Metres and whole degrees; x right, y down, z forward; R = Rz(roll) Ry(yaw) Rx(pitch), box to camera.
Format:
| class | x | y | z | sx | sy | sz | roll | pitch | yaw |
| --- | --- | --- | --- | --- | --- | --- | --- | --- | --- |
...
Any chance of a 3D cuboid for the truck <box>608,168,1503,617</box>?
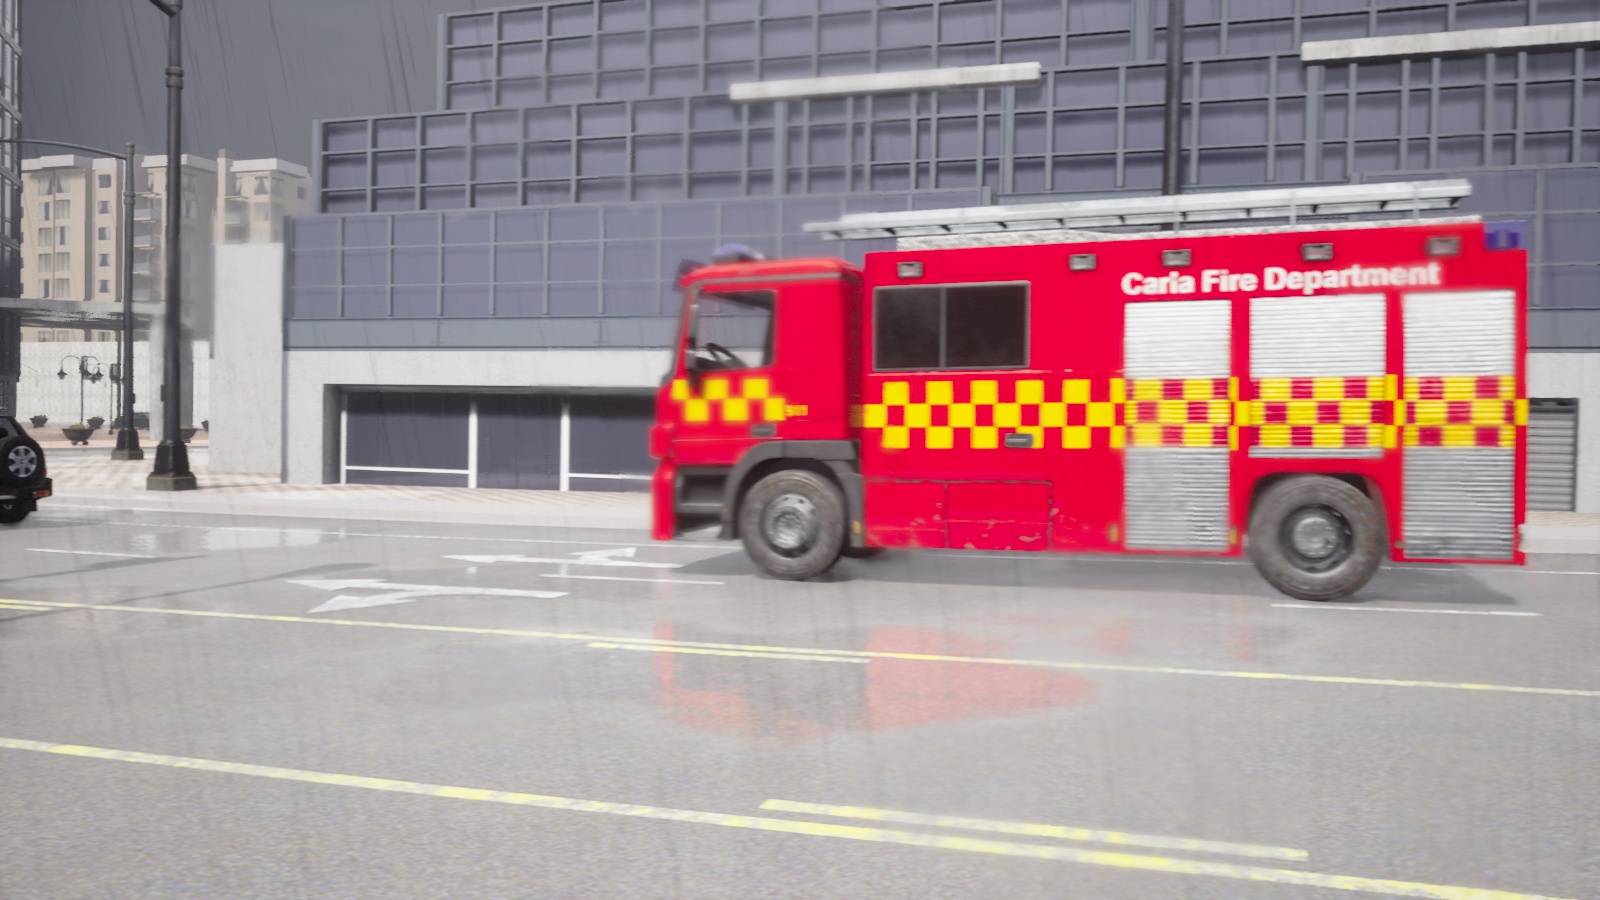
| class | x | y | z | sx | sy | sz | roll | pitch | yaw |
| --- | --- | --- | --- | --- | --- | --- | --- | --- | --- |
| truck | 2.423 | -0.547 | 13.439 | 8.468 | 3.827 | 2.891 | 1 | 1 | 19 |

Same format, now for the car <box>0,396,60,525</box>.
| class | x | y | z | sx | sy | sz | roll | pitch | yaw |
| --- | --- | --- | --- | --- | --- | --- | --- | --- | --- |
| car | -13.710 | 0.086 | 18.862 | 4.605 | 1.855 | 1.932 | 2 | 1 | 19 |
